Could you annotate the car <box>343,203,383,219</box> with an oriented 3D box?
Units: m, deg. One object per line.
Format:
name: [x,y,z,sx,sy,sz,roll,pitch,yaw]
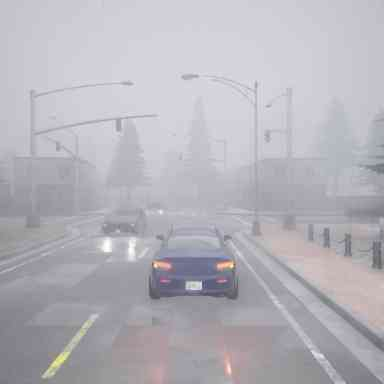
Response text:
car: [15.459,1.585,28.173,4.718,1.301,1.895,0,0,2]

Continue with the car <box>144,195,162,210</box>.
car: [-4.914,1.443,43.135,1.882,1.535,5.008,0,0,-6]

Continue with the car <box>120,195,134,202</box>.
car: [-13.719,1.462,70.195,1.837,1.490,4.892,0,0,-31]

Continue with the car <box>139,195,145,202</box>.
car: [-7.630,1.317,56.419,2.097,1.767,4.553,0,0,-19]

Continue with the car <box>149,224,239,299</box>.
car: [0.045,1.526,8.305,1.812,1.442,4.674,0,0,0]

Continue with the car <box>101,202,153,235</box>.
car: [-3.695,1.545,19.110,2.033,1.411,5.357,0,0,-1]
